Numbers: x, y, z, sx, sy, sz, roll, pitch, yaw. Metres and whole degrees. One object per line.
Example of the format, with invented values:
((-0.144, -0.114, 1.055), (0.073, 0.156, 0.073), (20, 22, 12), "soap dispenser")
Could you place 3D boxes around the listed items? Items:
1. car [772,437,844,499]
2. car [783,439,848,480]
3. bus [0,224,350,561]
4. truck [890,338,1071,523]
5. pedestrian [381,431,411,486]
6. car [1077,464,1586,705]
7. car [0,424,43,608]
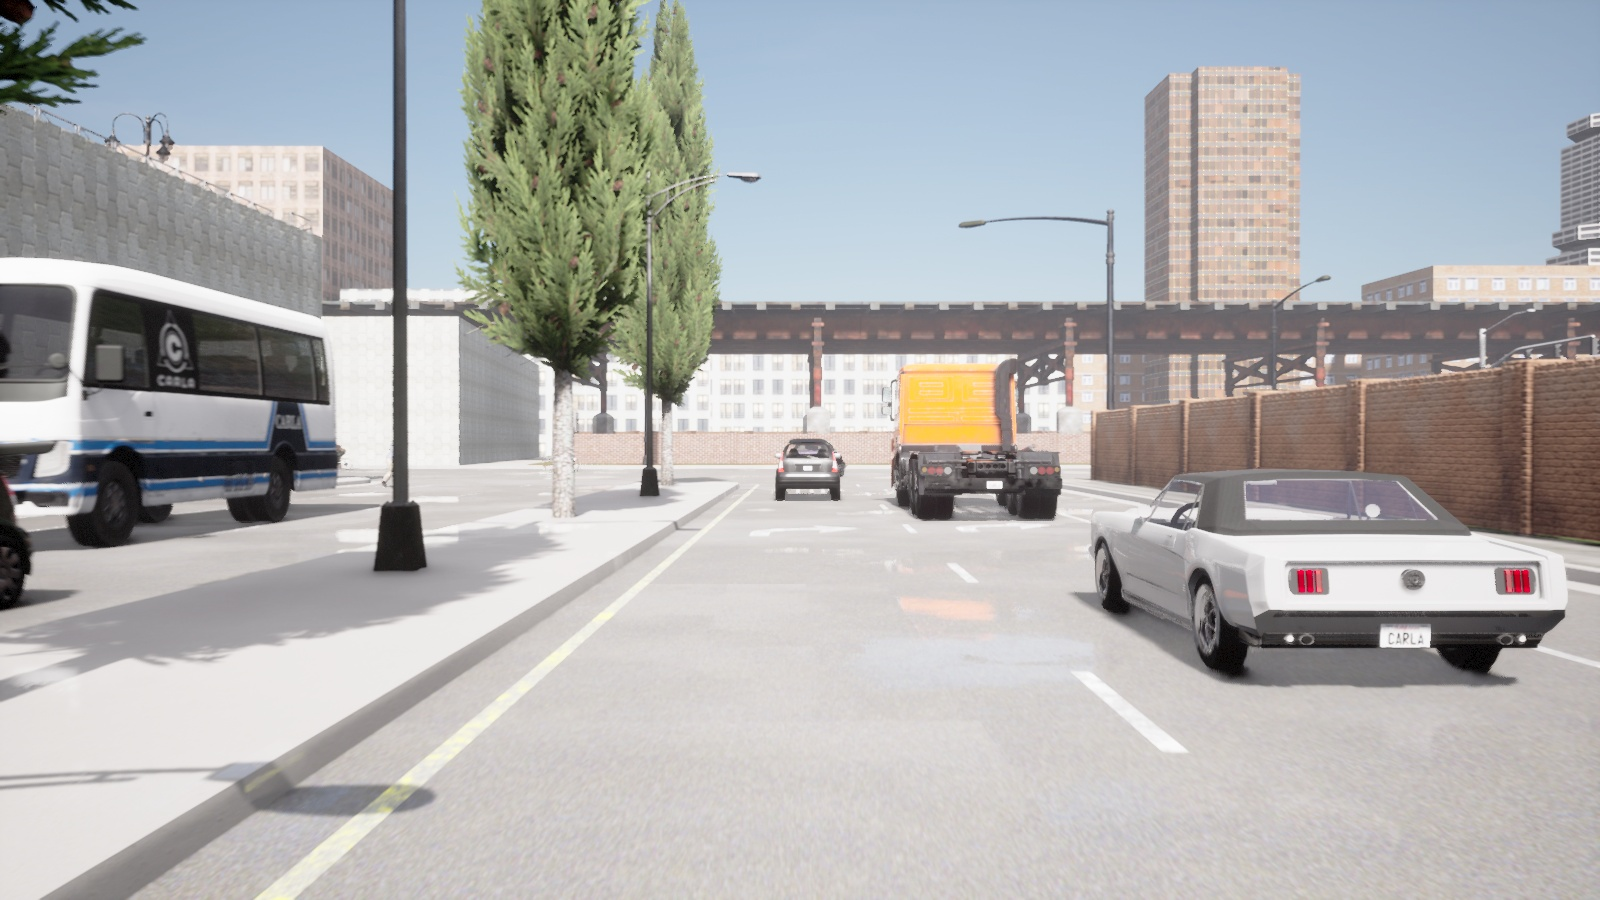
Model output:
((0.211, 0.451, 34.325), (1.851, 1.617, 3.988), (0, 0, 0), "car")
((0.714, 0.377, 53.186), (2.033, 1.649, 4.856), (0, 0, 9), "car")
((-11.365, -0.757, 20.981), (3.944, 4.253, 10.273), (0, 0, 0), "bus")
((3.673, -0.388, 27.565), (2.891, 3.462, 7.936), (0, 0, 0), "truck")
((-13.665, 0.283, 42.515), (0.900, 1.855, 0.874), (0, 0, -12), "pedestrian")
((3.570, 0.796, 9.563), (1.895, 1.301, 4.718), (0, 0, 0), "car")
((-7.930, 0.584, 9.602), (1.851, 1.617, 3.988), (0, 0, 0), "car")
